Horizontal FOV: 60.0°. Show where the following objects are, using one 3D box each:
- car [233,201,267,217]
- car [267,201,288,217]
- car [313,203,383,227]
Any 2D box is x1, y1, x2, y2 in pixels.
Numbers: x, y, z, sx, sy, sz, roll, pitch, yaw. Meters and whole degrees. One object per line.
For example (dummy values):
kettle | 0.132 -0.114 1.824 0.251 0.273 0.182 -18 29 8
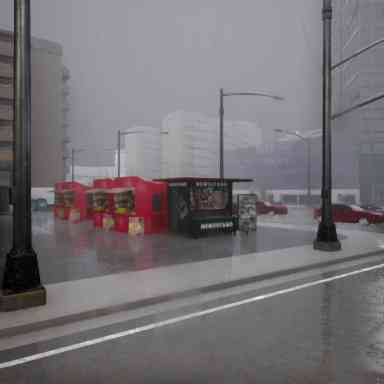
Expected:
car | 4.720 1.722 32.718 1.812 1.442 4.674 0 -1 -36
car | 7.639 1.672 34.649 1.882 1.535 5.008 0 -1 -36
car | 11.159 1.553 23.826 1.882 1.535 5.008 0 -1 -36
